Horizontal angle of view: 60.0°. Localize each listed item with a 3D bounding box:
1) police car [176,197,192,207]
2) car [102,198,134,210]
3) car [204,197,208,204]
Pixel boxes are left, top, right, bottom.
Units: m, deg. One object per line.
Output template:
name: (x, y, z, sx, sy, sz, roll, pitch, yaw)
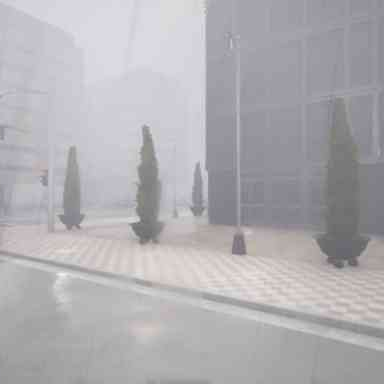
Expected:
police car: (-0.913, 1.623, 52.843, 2.038, 1.542, 4.974, 0, 0, 35)
car: (-10.183, 1.618, 45.892, 2.128, 1.511, 4.902, 0, 0, 35)
car: (1.896, 1.650, 62.940, 1.837, 1.490, 4.892, 0, 0, 35)
